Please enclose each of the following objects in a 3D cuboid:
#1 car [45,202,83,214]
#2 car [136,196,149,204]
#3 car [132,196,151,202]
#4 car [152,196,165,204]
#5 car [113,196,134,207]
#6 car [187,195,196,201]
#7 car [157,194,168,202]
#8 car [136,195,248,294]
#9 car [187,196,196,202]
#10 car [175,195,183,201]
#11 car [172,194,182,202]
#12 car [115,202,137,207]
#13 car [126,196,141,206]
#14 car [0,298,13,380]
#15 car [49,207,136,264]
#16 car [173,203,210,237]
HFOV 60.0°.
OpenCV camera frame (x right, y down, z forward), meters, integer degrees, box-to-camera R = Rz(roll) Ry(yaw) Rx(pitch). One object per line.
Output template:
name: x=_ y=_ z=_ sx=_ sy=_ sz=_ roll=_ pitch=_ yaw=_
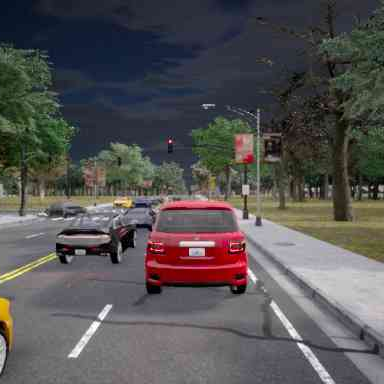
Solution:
car: x=-11.204 y=1.557 z=29.642 sx=5.357 sy=1.411 sz=2.033 roll=0 pitch=0 yaw=43
car: x=-9.863 y=1.549 z=66.757 sx=1.837 sy=1.490 sz=4.892 roll=0 pitch=0 yaw=0
car: x=-6.661 y=1.622 z=46.016 sx=1.895 sy=1.301 sz=4.718 roll=0 pitch=0 yaw=0
car: x=-6.625 y=1.590 z=65.753 sx=2.033 sy=1.411 sz=5.357 roll=0 pitch=0 yaw=0
car: x=-9.902 y=1.500 z=47.459 sx=1.882 sy=1.535 sz=5.008 roll=0 pitch=0 yaw=0
car: x=-0.120 y=1.479 z=86.762 sx=2.128 sy=1.511 sz=4.902 roll=0 pitch=0 yaw=0
car: x=-6.605 y=1.399 z=75.985 sx=2.097 sy=1.767 sz=4.553 roll=0 pitch=0 yaw=0
car: x=0.089 y=1.223 z=8.930 sx=2.150 sy=2.045 sz=5.566 roll=0 pitch=0 yaw=0
car: x=-0.105 y=1.597 z=76.347 sx=2.033 sy=1.411 sz=5.357 roll=0 pitch=0 yaw=0
car: x=-3.370 y=1.549 z=86.788 sx=1.895 sy=1.301 sz=4.718 roll=0 pitch=0 yaw=0
car: x=-3.356 y=1.414 z=76.729 sx=2.097 sy=1.767 sz=4.553 roll=0 pitch=0 yaw=0
car: x=-3.178 y=1.570 z=20.505 sx=1.994 sy=1.385 sz=4.181 roll=0 pitch=0 yaw=0
car: x=-9.910 y=1.536 z=56.757 sx=1.837 sy=1.490 sz=4.892 roll=0 pitch=0 yaw=0
car: x=-3.153 y=1.478 z=2.132 sx=1.882 sy=1.535 sz=5.008 roll=0 pitch=0 yaw=0
car: x=-3.164 y=1.494 z=11.842 sx=2.128 sy=1.511 sz=4.902 roll=0 pitch=0 yaw=0
car: x=-0.025 y=1.483 z=19.247 sx=1.882 sy=1.535 sz=5.008 roll=0 pitch=0 yaw=0
